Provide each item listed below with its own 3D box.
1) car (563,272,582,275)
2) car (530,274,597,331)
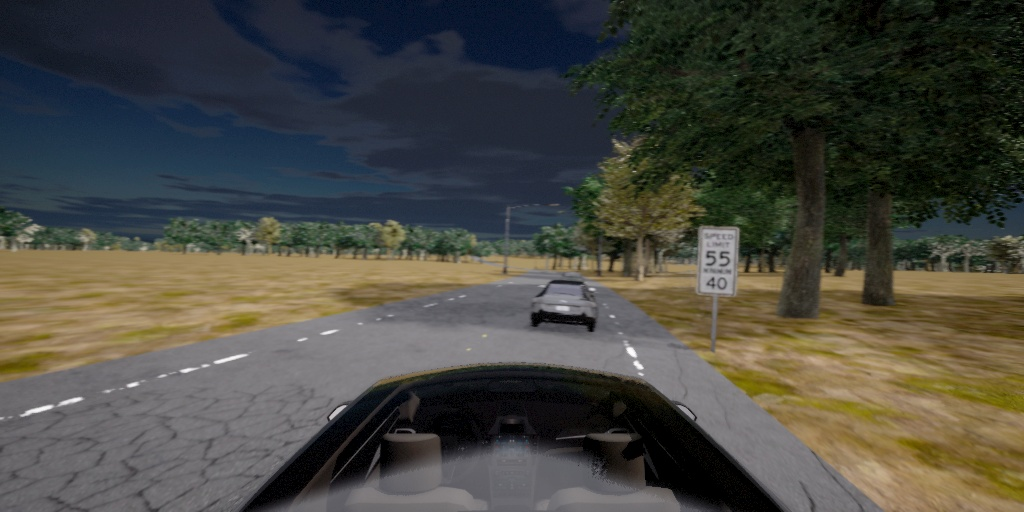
[{"bbox_3d":[5.070,1.973,30.198,1.895,1.301,4.718,3,-1,9],"label":"car"},{"bbox_3d":[1.822,1.497,12.104,1.994,1.385,4.181,3,-1,11],"label":"car"}]
